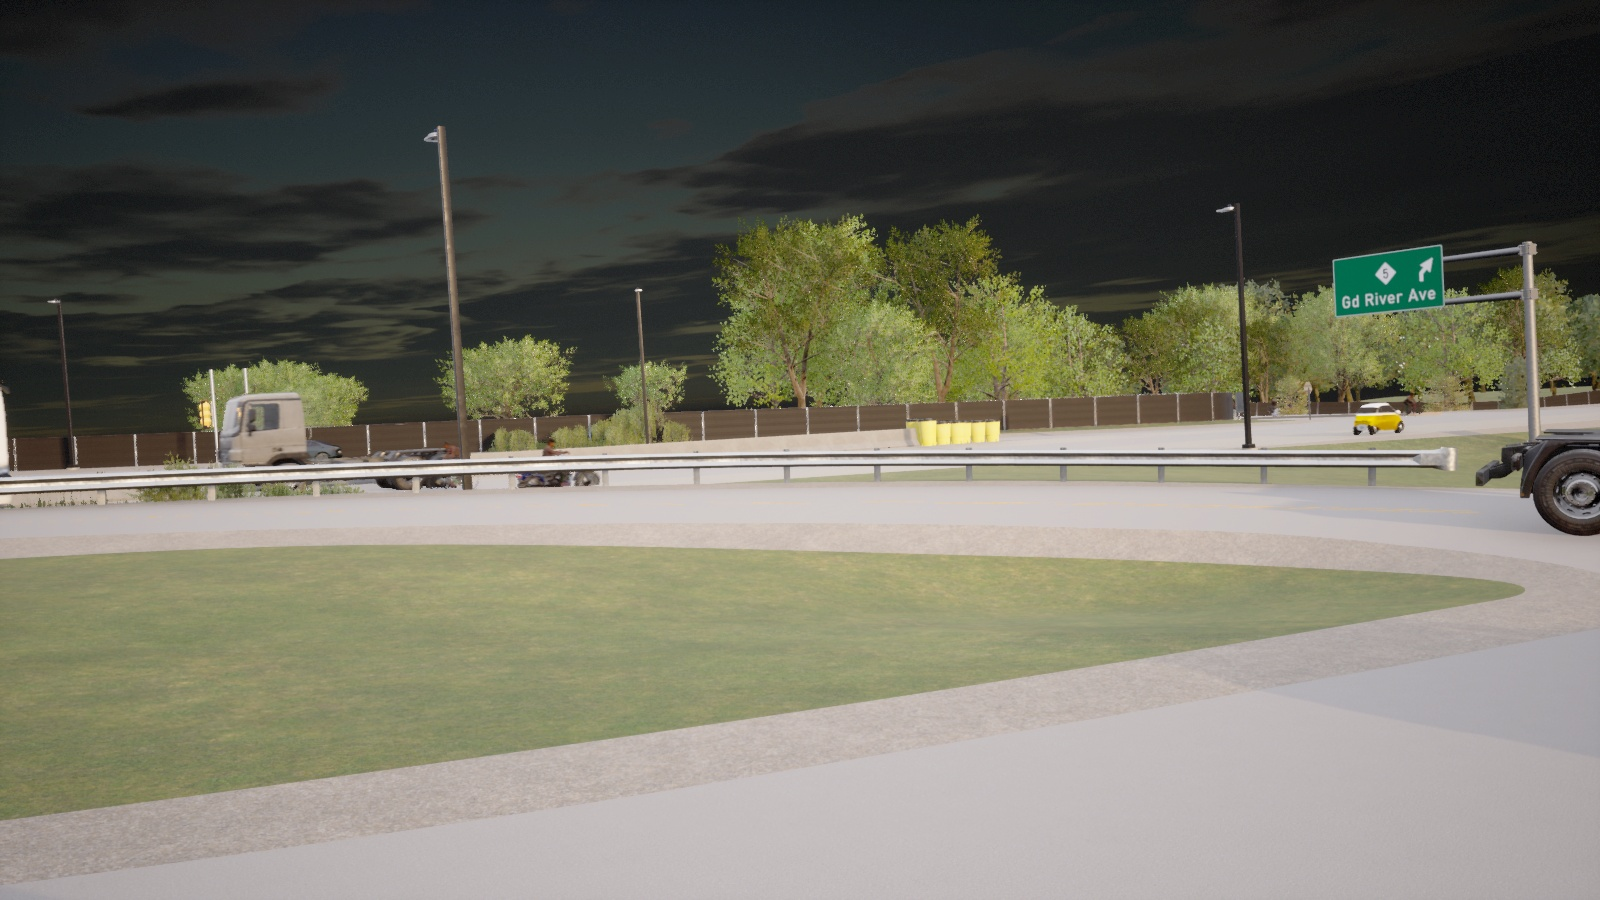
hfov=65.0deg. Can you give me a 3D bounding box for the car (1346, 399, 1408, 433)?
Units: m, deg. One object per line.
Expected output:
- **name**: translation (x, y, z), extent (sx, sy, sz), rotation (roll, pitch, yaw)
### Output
- **car**: translation (25.309, -1.488, 55.095), extent (2.207, 1.376, 1.481), rotation (-4, 2, -33)

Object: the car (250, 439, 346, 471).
- **car**: translation (-25.932, 0.244, 64.945), extent (4.181, 1.385, 1.994), rotation (-2, 2, -6)

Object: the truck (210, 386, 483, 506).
- **truck**: translation (-14.957, -0.227, 41.722), extent (7.936, 3.462, 2.891), rotation (-4, 2, -33)

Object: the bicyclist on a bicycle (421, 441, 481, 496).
- **bicyclist on a bicycle**: translation (-11.119, 0.572, 40.024), extent (1.656, 1.620, 0.582), rotation (-4, 2, -33)

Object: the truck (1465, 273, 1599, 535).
- **truck**: translation (13.358, -0.646, 16.452), extent (7.936, 3.462, 2.891), rotation (1, 4, 33)

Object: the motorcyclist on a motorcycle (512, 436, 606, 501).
- **motorcyclist on a motorcycle**: translation (-6.621, 0.497, 34.593), extent (2.350, 1.649, 0.766), rotation (-4, 2, -33)
